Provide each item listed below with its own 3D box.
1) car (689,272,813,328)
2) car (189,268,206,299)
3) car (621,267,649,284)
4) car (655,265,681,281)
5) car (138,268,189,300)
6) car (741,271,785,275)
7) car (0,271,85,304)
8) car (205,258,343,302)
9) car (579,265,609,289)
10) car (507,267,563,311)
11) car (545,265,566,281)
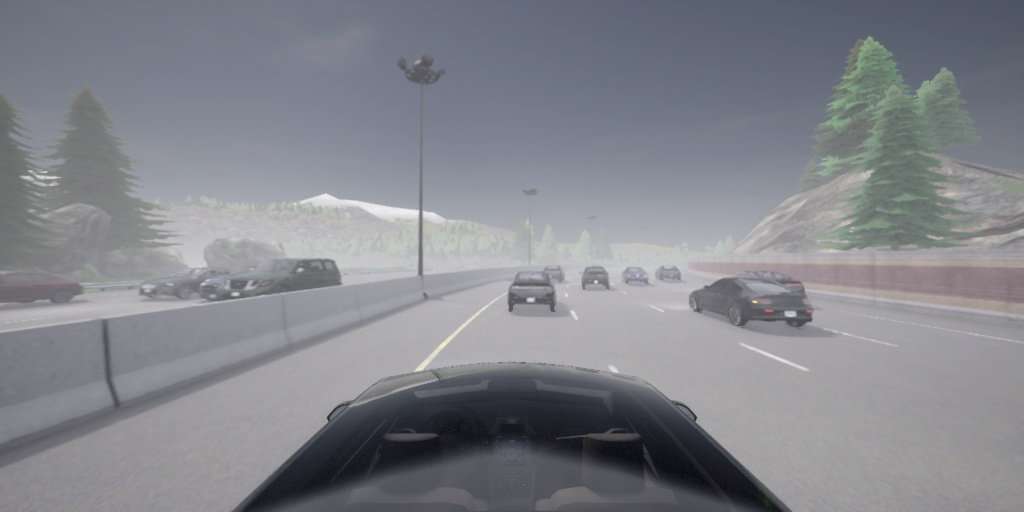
[{"bbox_3d":[7.617,1.405,11.885,1.812,1.442,4.674,0,-1,4],"label":"car"},{"bbox_3d":[-13.067,1.227,18.213,2.097,1.767,4.553,0,0,6],"label":"car"},{"bbox_3d":[10.432,1.628,30.636,2.033,1.411,5.357,0,-1,13],"label":"car"},{"bbox_3d":[15.118,1.631,34.890,2.128,1.511,4.902,0,-1,15],"label":"car"},{"bbox_3d":[-16.511,1.368,18.944,2.128,1.511,4.902,0,-1,6],"label":"car"},{"bbox_3d":[11.672,1.438,17.189,2.128,1.511,4.902,0,-1,7],"label":"car"},{"bbox_3d":[-20.451,1.338,14.346,1.812,1.442,4.674,0,-1,5],"label":"car"},{"bbox_3d":[-9.800,1.088,15.832,2.150,2.045,5.566,0,-1,6],"label":"car"},{"bbox_3d":[5.957,1.520,25.993,1.837,1.490,4.892,0,-2,10],"label":"car"},{"bbox_3d":[0.896,1.383,15.237,2.128,1.511,4.902,0,-1,5],"label":"car"},{"bbox_3d":[3.843,1.575,32.996,2.128,1.511,4.902,0,-1,13],"label":"car"}]
